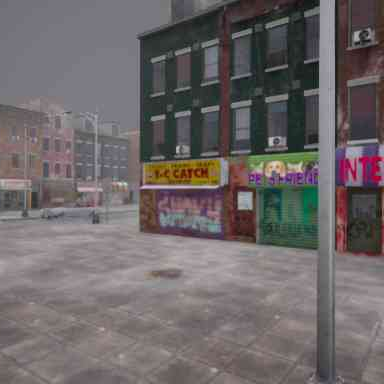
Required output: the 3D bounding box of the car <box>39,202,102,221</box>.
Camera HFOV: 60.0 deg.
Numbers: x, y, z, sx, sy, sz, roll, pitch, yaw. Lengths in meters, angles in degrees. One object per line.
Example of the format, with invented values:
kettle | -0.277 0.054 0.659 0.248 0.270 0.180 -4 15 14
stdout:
car | -9.694 1.501 26.839 1.895 1.301 4.718 0 1 35
